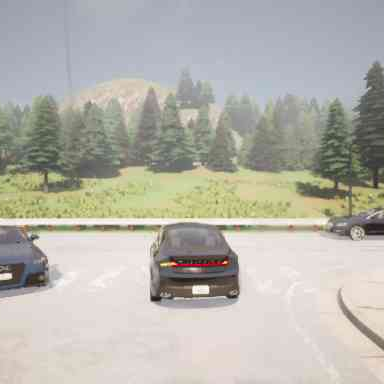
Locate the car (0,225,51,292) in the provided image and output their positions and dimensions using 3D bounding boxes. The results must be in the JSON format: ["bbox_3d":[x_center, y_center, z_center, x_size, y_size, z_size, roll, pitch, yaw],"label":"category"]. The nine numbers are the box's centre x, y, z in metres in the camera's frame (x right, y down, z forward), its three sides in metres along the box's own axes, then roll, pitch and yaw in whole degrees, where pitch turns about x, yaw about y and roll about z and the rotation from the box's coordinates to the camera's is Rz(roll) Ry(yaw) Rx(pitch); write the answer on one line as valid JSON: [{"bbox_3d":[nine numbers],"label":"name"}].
[{"bbox_3d":[-5.015,1.563,8.480,1.994,1.385,4.181,0,0,-35],"label":"car"}]

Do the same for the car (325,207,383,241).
[{"bbox_3d":[9.012,1.488,16.011,4.902,1.511,2.128,0,0,0],"label":"car"}]

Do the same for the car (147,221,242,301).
[{"bbox_3d":[-0.107,1.503,8.357,1.837,1.490,4.892,0,0,-6],"label":"car"}]
